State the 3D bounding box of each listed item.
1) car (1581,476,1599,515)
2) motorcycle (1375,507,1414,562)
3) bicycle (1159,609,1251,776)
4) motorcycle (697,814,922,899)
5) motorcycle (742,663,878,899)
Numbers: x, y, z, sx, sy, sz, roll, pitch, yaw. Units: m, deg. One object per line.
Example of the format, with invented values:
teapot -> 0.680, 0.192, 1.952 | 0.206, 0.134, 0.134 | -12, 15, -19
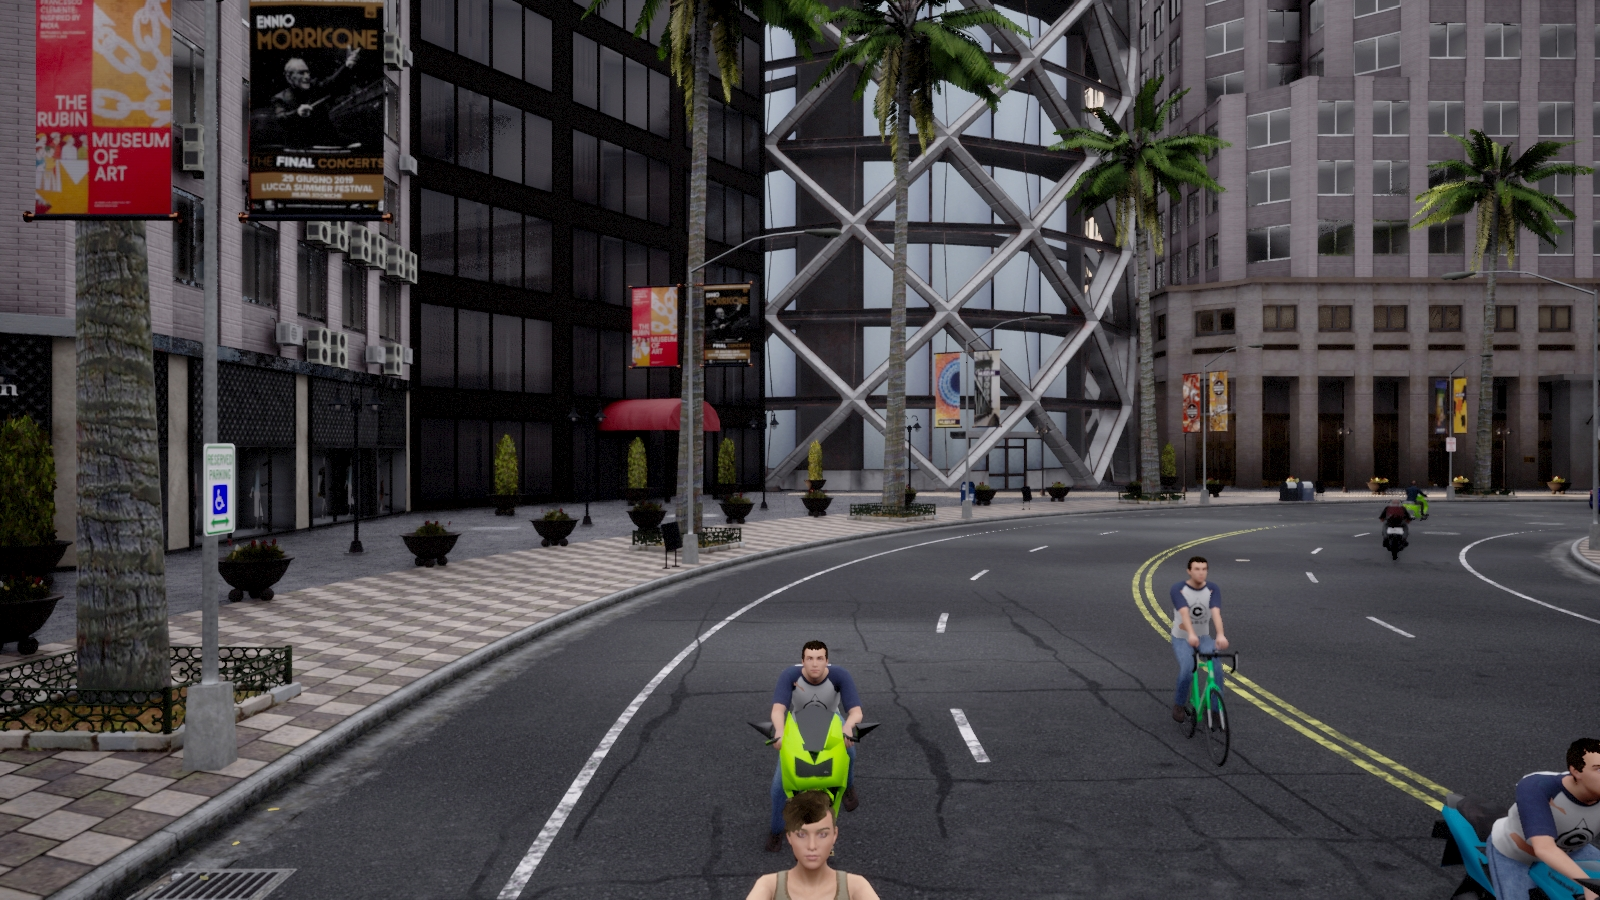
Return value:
car -> 36.838, 1.965, 49.595 | 4.611, 1.667, 2.242 | 0, 0, -11
motorcycle -> 15.726, 2.203, 30.184 | 0.867, 1.251, 2.209 | 1, 0, 28
bicycle -> 3.750, 2.205, 10.680 | 0.373, 1.196, 1.643 | 0, 0, 4
motorcycle -> 0.029, 2.170, 3.620 | 0.764, 1.277, 2.356 | 0, 0, 1
motorcycle -> 0.084, 2.212, 7.775 | 0.803, 1.145, 2.033 | 0, 0, 1
